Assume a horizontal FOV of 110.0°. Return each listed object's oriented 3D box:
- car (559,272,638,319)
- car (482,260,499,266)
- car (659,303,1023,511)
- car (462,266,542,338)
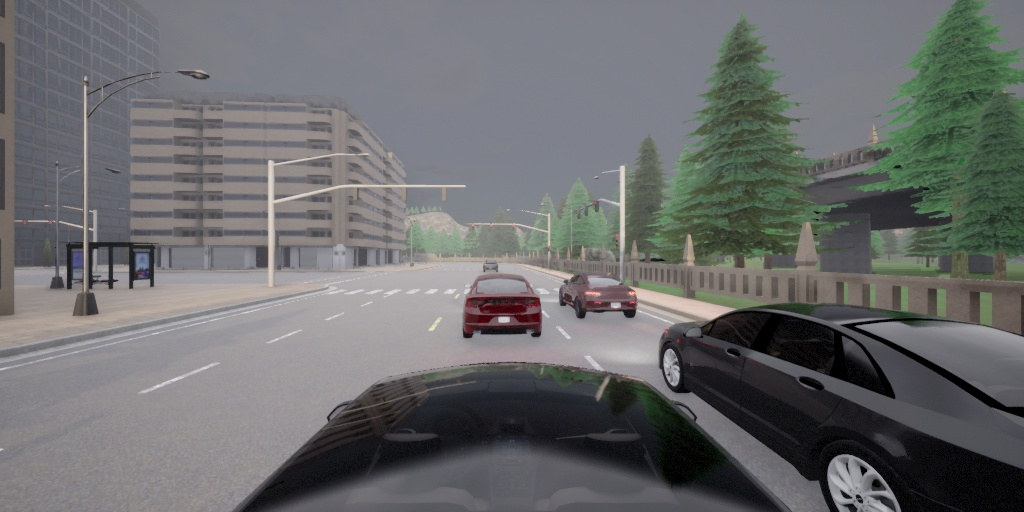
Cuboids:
[{"bbox_3d":[2.914,1.276,12.805,1.812,1.442,4.674,0,0,-3],"label":"car"},{"bbox_3d":[-2.709,1.242,45.482,2.128,1.511,4.902,0,0,-4],"label":"car"},{"bbox_3d":[3.255,1.255,3.815,1.837,1.490,4.892,0,0,0],"label":"car"},{"bbox_3d":[-0.347,1.228,10.228,1.882,1.535,5.008,0,0,-4],"label":"car"}]
